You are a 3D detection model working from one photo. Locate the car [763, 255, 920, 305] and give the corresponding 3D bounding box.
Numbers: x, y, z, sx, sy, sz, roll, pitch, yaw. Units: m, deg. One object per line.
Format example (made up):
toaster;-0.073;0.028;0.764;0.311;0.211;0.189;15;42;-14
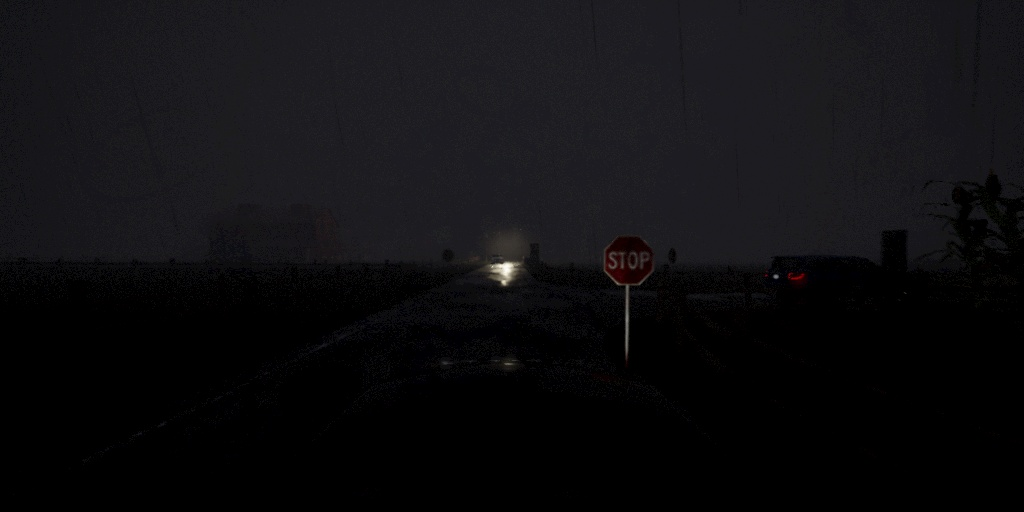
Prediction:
car;13.981;0.983;15.389;5.566;2.045;2.150;0;1;0
